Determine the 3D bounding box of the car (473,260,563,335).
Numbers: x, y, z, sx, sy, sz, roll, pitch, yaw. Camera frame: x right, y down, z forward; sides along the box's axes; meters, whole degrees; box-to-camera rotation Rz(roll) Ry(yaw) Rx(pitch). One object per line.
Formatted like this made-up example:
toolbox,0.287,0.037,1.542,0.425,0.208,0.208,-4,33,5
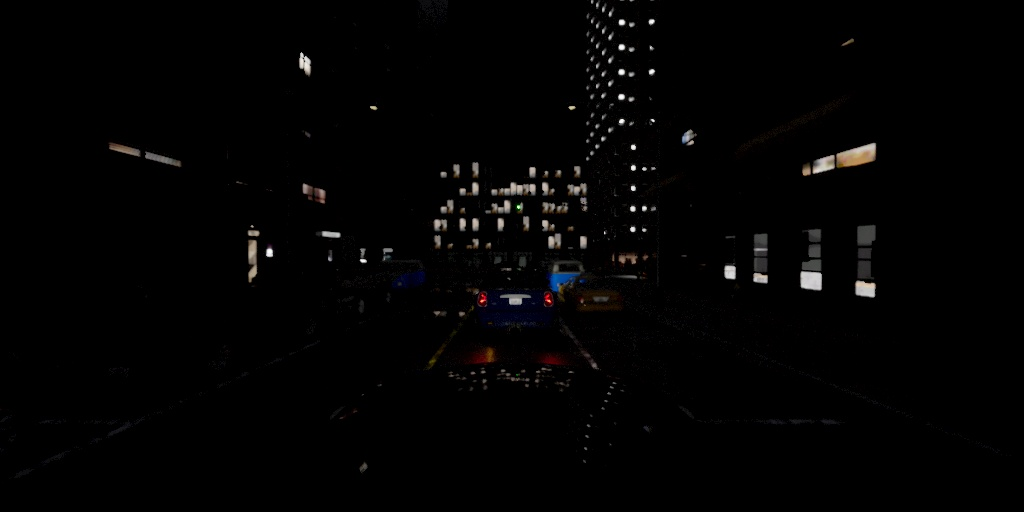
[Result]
car,0.089,1.095,10.639,2.097,1.767,4.553,0,0,0

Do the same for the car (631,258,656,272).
car,15.231,1.071,37.888,5.009,1.841,2.192,0,0,0

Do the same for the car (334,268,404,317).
car,-5.692,1.293,12.976,2.007,1.370,4.403,0,0,0

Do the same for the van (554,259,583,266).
van,2.689,1.080,18.549,1.690,1.789,3.998,0,0,0

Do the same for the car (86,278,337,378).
car,-5.691,1.312,7.373,1.948,1.339,4.313,0,0,0

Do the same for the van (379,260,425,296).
van,-5.692,1.080,18.578,1.690,1.789,3.998,0,0,0

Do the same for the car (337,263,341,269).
car,-18.447,0.892,32.280,5.566,2.045,2.150,0,1,0

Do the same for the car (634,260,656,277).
car,14.673,1.355,35.291,4.181,1.385,1.994,0,1,0

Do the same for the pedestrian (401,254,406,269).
pedestrian,-12.395,0.618,40.978,0.375,1.860,0.375,0,1,0

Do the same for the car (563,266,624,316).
car,2.689,1.268,13.118,1.751,1.417,4.829,0,0,0

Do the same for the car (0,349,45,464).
car,-5.691,1.190,1.772,1.967,1.591,4.097,0,0,0

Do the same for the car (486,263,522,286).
car,-0.678,1.278,26.316,1.837,1.490,4.892,1,-1,-11
